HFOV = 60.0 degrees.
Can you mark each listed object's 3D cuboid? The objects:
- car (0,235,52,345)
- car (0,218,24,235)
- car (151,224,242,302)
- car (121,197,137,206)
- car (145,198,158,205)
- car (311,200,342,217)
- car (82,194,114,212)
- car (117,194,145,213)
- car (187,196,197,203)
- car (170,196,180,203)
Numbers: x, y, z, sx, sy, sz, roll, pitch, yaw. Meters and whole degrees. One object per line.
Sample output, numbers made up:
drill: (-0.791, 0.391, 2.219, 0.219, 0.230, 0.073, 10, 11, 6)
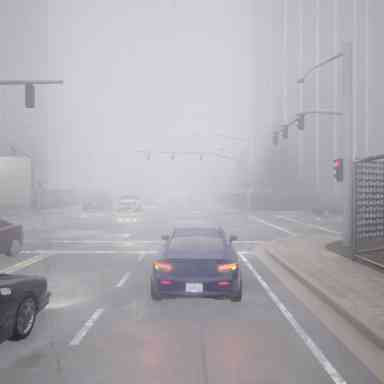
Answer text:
car: (-3.443, 1.547, 3.464, 2.033, 1.411, 5.357, 0, 0, 1)
car: (-7.097, 1.479, 10.150, 1.882, 1.535, 5.008, 0, 0, 0)
car: (0.160, 1.526, 8.182, 1.812, 1.442, 4.674, 0, 0, 3)
car: (-10.565, 1.526, 56.439, 1.812, 1.442, 4.674, 0, 0, 0)
car: (-7.062, 1.601, 57.030, 1.895, 1.301, 4.718, 0, 0, 0)
car: (13.275, 1.422, 29.741, 5.008, 1.535, 1.882, 0, 0, 0)
car: (-10.752, 1.221, 38.474, 2.150, 2.045, 5.566, 0, 0, 4)
car: (-6.987, 1.221, 37.724, 2.150, 2.045, 5.566, 0, 0, -2)
car: (0.020, 1.547, 66.914, 2.033, 1.411, 5.357, 0, 0, 0)
car: (-3.480, 1.547, 66.915, 2.033, 1.411, 5.357, 0, 0, 0)
